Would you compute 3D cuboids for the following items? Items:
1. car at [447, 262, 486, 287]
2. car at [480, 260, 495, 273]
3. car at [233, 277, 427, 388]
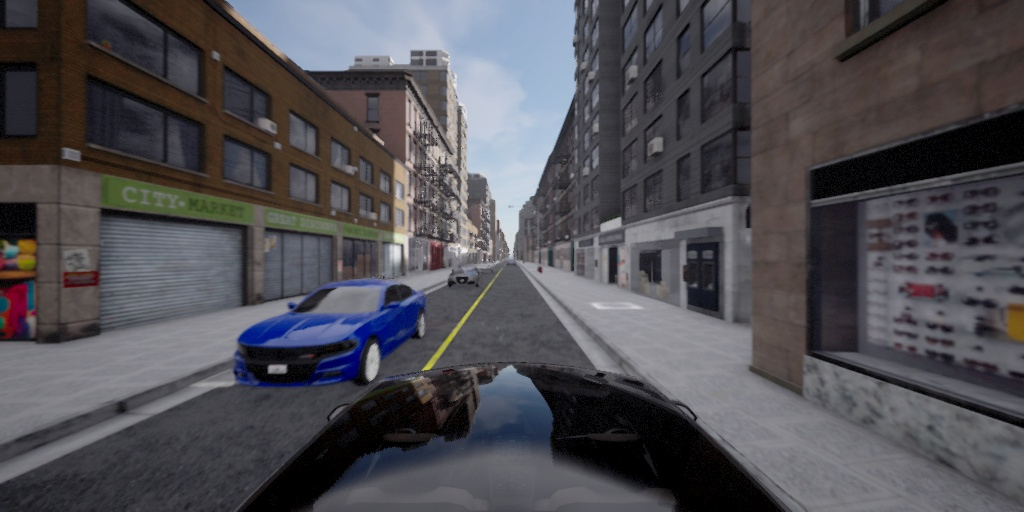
[{"bbox_3d":[-3.078,1.321,24.182,1.994,1.385,4.181,0,0,0],"label":"car"},{"bbox_3d":[-3.053,1.160,41.774,1.895,1.301,4.718,0,0,0],"label":"car"},{"bbox_3d":[-3.104,1.232,7.246,1.882,1.535,5.008,0,0,0],"label":"car"}]
